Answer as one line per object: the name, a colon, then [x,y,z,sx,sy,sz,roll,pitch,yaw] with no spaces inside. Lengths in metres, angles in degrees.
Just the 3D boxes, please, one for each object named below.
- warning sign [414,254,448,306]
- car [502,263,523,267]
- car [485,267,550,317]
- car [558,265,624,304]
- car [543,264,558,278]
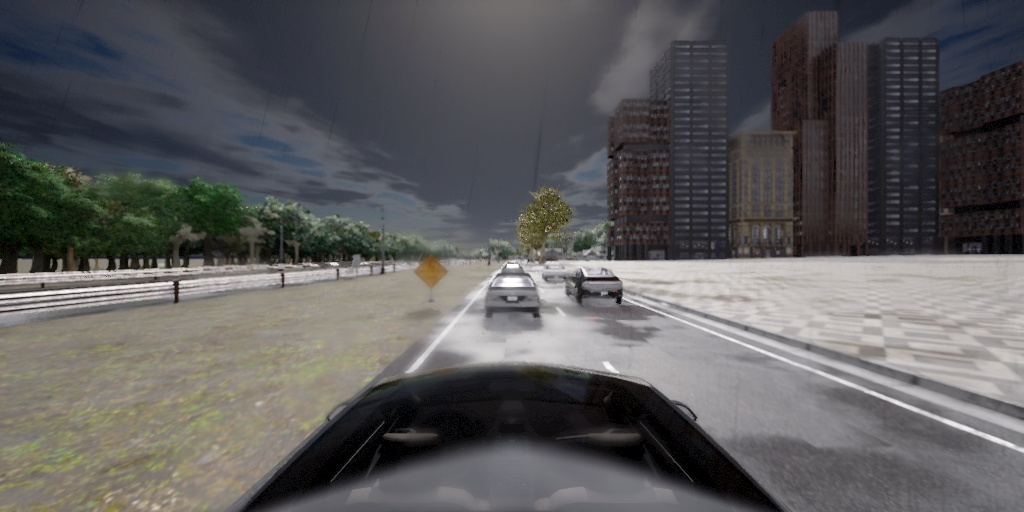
warning sign: [-3.048,0.870,13.559,1.300,1.860,1.060,0,0,0]
car: [0.074,1.326,32.334,1.994,1.385,4.181,0,0,0]
car: [0.045,1.302,13.097,2.033,1.411,5.357,0,0,1]
car: [3.571,1.245,16.268,2.128,1.511,4.902,0,0,0]
car: [3.565,1.362,30.373,1.895,1.301,4.718,0,0,0]
